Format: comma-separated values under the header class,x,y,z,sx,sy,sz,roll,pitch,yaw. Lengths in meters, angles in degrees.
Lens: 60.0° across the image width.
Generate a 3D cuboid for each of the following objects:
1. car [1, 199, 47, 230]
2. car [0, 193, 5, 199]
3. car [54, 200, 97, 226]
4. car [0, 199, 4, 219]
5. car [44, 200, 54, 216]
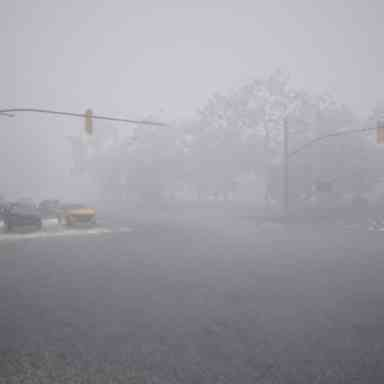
class,x,y,z,sx,sy,sz,roll,pitch,yaw
car,-11.059,1.480,21.687,1.882,1.535,5.008,0,0,-32
car,-29.731,1.082,50.108,2.150,2.045,5.566,0,0,-36
car,-8.330,1.482,23.918,1.882,1.535,5.008,0,0,-32
car,-16.065,1.594,29.578,1.895,1.301,4.718,0,0,-33
car,-13.427,1.486,31.936,2.128,1.511,4.902,0,0,-33
